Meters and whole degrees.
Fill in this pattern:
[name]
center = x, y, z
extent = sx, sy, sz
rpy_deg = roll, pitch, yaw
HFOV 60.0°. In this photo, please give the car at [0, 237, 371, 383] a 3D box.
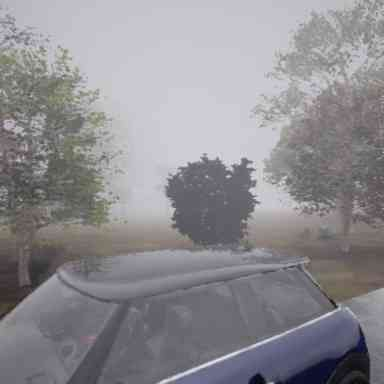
[car]
center = -0.577, 1.352, 2.663
extent = 4.553, 1.767, 2.097
rpy_deg = 0, 0, -35
